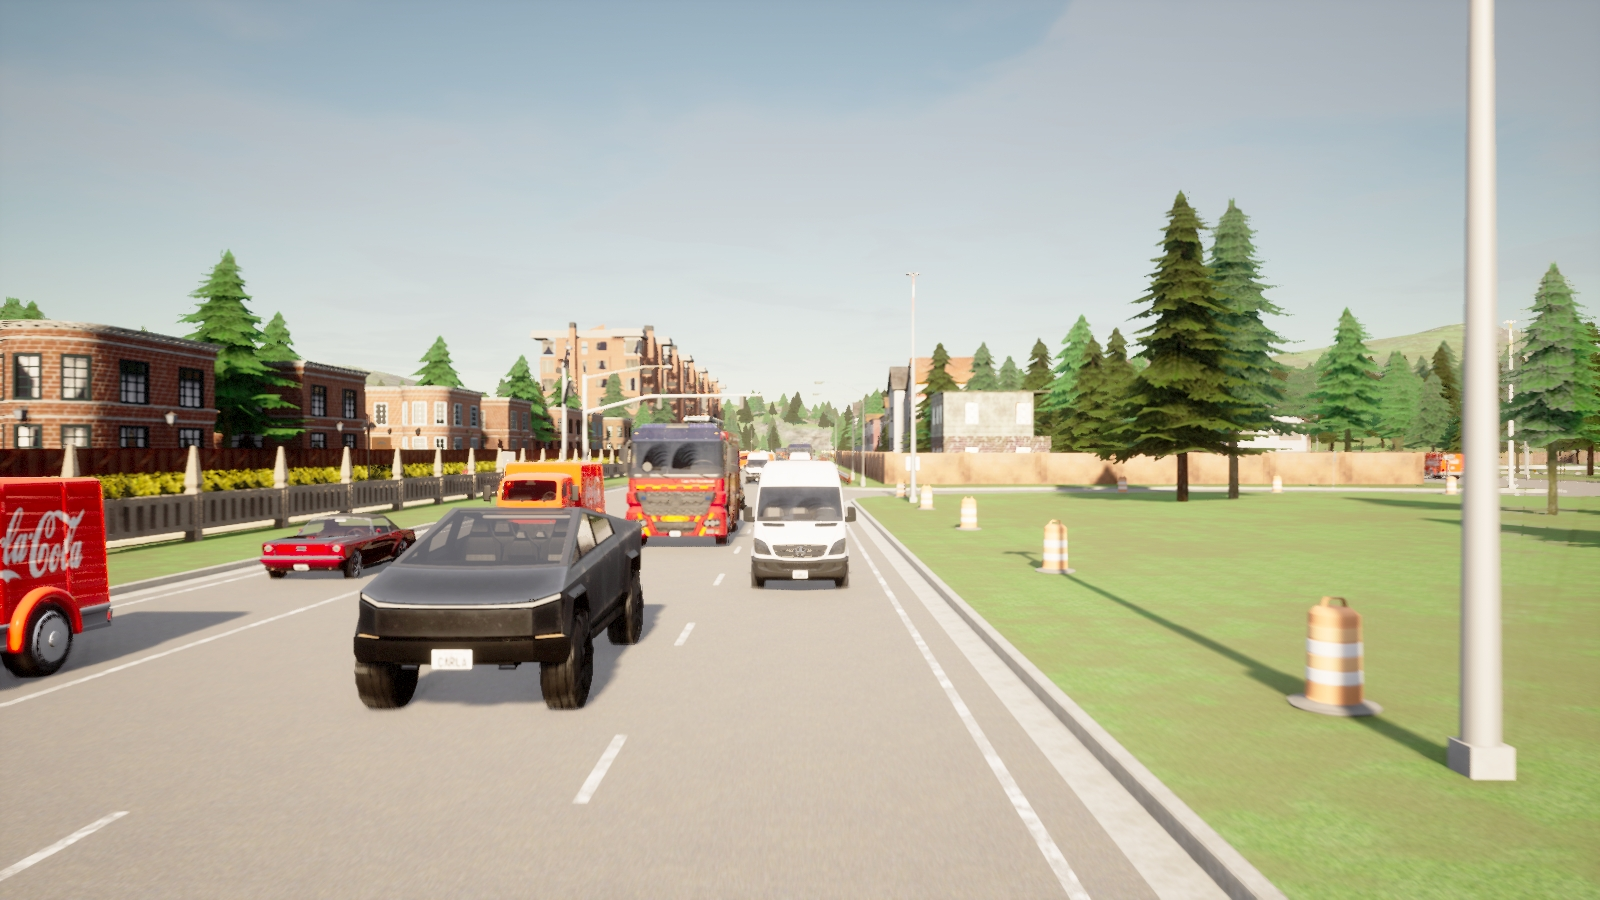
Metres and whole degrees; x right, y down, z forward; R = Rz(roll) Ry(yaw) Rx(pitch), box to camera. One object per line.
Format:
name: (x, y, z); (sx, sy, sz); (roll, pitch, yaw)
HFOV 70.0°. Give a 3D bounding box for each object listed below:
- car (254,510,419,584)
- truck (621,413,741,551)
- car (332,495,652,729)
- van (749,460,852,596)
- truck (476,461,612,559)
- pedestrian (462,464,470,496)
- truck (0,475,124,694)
car: (-10.499, 2.155, 26.316); (1.895, 1.301, 4.718); (0, 0, 0)
truck: (-3.495, 0.891, 35.793); (2.891, 3.827, 8.468); (0, 0, 0)
car: (-3.499, 1.753, 14.600); (2.390, 2.098, 6.274); (0, 0, 0)
van: (0.005, 1.534, 25.024); (1.988, 2.561, 5.915); (0, 0, 0)
truck: (-7.000, 1.568, 31.900); (2.627, 2.467, 5.204); (0, 0, 0)
pedestrian: (-18.983, 1.702, 64.898); (0.375, 1.860, 0.375); (0, 0, 0)
truck: (-10.499, 1.568, 12.934); (2.627, 2.467, 5.204); (0, 0, 0)
